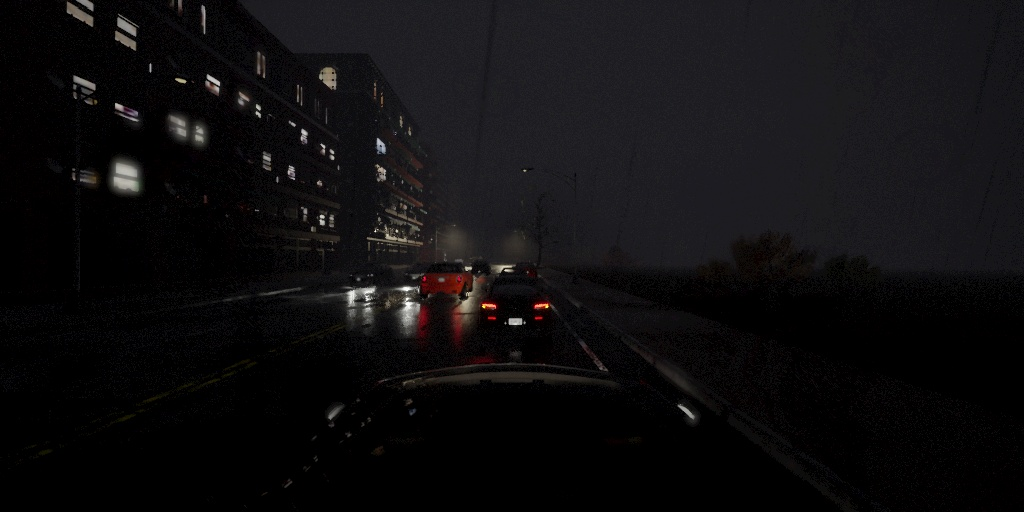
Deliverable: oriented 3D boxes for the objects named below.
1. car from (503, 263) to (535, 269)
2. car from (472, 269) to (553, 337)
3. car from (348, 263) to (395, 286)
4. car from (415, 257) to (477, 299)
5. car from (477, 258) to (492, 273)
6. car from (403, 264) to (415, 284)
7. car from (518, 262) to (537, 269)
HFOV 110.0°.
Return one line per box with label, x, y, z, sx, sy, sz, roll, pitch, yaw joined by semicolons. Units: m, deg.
car;0.053;1.317;20.350;1.994;1.385;4.181;0;0;0
car;0.070;1.277;10.183;1.812;1.442;4.674;0;0;0
car;-9.912;1.245;25.596;2.128;1.511;4.902;0;0;0
car;-3.193;1.105;18.295;2.097;1.767;4.553;0;0;0
car;-3.243;1.261;38.043;1.837;1.490;4.892;0;1;0
car;-6.666;1.245;26.826;2.128;1.511;4.902;0;0;0
car;1.065;1.232;29.878;1.882;1.535;5.008;0;0;0
